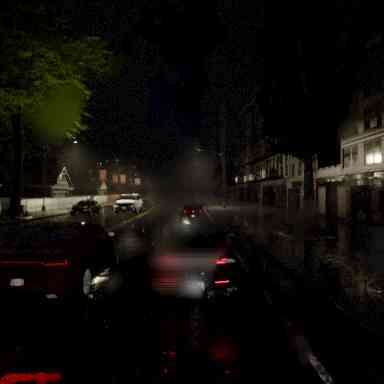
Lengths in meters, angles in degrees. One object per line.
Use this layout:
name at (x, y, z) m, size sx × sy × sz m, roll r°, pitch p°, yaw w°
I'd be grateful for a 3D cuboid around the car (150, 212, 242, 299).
car at (0.091, 1.491, 8.432) m, size 2.128 × 1.511 × 4.902 m, roll 0°, pitch 0°, yaw 0°

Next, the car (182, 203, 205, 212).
car at (0.088, 1.595, 28.380) m, size 1.895 × 1.301 × 4.718 m, roll 0°, pitch 0°, yaw 0°

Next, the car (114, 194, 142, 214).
car at (-6.608, 1.211, 35.037) m, size 2.150 × 2.045 × 5.566 m, roll 0°, pitch 0°, yaw 0°

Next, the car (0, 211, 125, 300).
car at (-3.154, 1.477, 8.473) m, size 1.882 × 1.535 × 5.008 m, roll 0°, pitch 0°, yaw 0°

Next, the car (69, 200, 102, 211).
car at (-9.859, 1.497, 31.084) m, size 1.837 × 1.490 × 4.892 m, roll 0°, pitch 0°, yaw 0°
